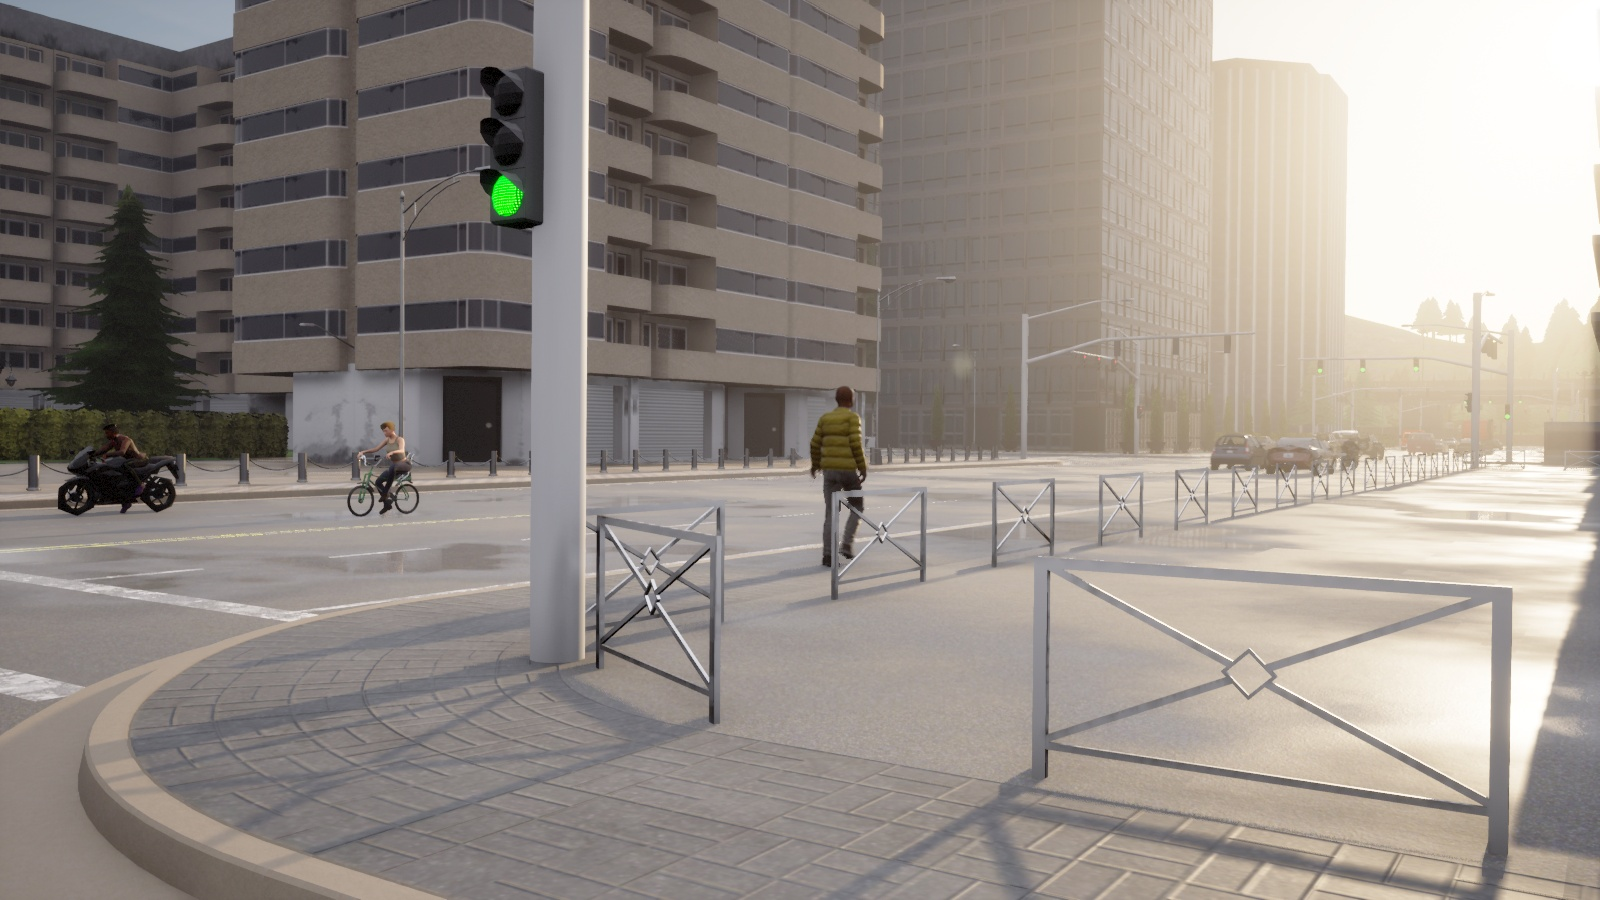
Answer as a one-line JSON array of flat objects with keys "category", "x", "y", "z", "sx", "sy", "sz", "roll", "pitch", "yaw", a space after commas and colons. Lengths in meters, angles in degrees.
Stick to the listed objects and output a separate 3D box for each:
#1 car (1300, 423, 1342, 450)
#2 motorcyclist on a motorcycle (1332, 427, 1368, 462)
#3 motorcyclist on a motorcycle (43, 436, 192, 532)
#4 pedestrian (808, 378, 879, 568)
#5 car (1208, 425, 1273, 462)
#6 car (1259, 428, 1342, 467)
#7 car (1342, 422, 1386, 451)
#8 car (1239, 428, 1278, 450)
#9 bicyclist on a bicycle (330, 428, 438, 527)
[{"category": "car", "x": 36.743, "y": -0.994, "z": 88.571, "sx": 1.932, "sy": 1.855, "sz": 4.605, "roll": 0, "pitch": 1, "yaw": 33}, {"category": "motorcyclist on a motorcycle", "x": 25.305, "y": -0.258, "z": 57.740, "sx": 0.866, "sy": 1.530, "sz": 2.191, "roll": 2, "pitch": 2, "yaw": 42}, {"category": "motorcyclist on a motorcycle", "x": -11.443, "y": 0.529, "z": 21.112, "sx": 0.797, "sy": 1.523, "sz": 2.044, "roll": 0, "pitch": 1, "yaw": 33}, {"category": "pedestrian", "x": 0.440, "y": 0.215, "z": 12.544, "sx": 0.370, "sy": 1.835, "sz": 0.726, "roll": 0, "pitch": 1, "yaw": 33}, {"category": "car", "x": 19.665, "y": -0.313, "z": 55.985, "sx": 1.851, "sy": 1.617, "sz": 3.988, "roll": 0, "pitch": 1, "yaw": 33}, {"category": "car", "x": 20.028, "y": -0.135, "z": 50.134, "sx": 2.163, "sy": 1.488, "sz": 4.792, "roll": 0, "pitch": 1, "yaw": 33}, {"category": "car", "x": 37.338, "y": -0.924, "z": 83.056, "sx": 1.932, "sy": 1.855, "sz": 4.605, "roll": 0, "pitch": 1, "yaw": 34}, {"category": "car", "x": 32.145, "y": -0.781, "z": 87.929, "sx": 1.789, "sy": 1.549, "sz": 3.705, "roll": 0, "pitch": 1, "yaw": 33}, {"category": "bicyclist on a bicycle", "x": -7.076, "y": 0.440, "z": 21.409, "sx": 0.866, "sy": 1.612, "sz": 1.509, "roll": 0, "pitch": 1, "yaw": 33}]
